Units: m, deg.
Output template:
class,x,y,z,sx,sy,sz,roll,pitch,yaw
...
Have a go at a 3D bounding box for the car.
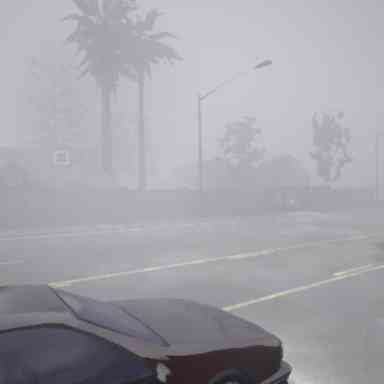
class,x,y,z,sx,sy,sz,roll,pitch,yaw
car,-1.579,1.549,2.616,5.357,1.411,2.033,0,0,-36
